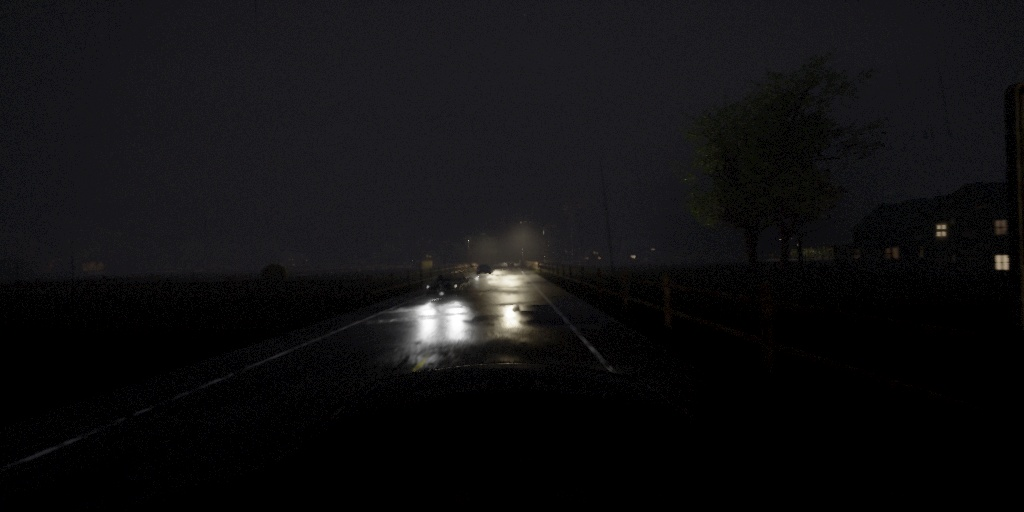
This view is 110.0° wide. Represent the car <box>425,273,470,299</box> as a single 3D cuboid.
[{"bbox_3d":[-3.598,1.650,20.546,1.895,1.301,4.718,-2,0,0],"label":"car"}]

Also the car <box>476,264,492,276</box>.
[{"bbox_3d":[-3.687,1.826,47.981,1.812,1.442,4.674,-2,-1,0],"label":"car"}]
